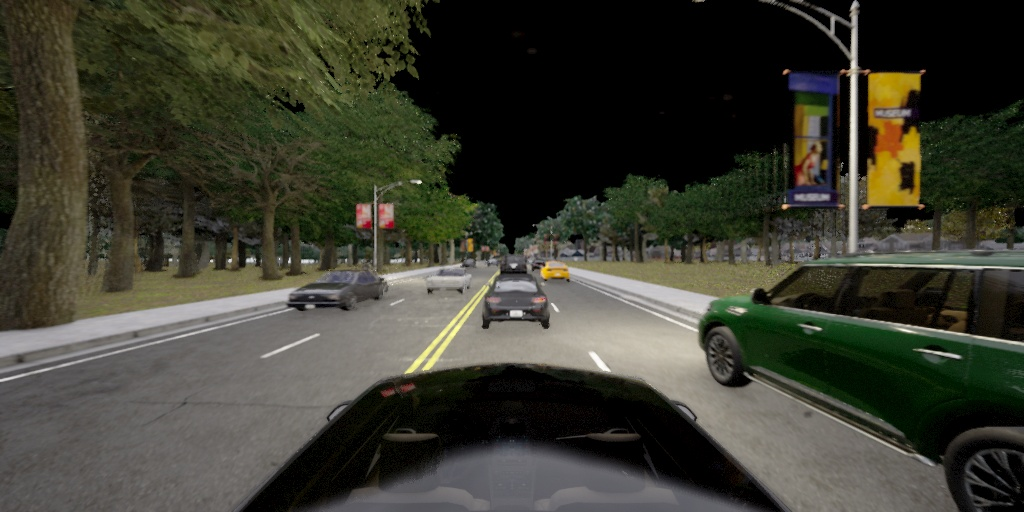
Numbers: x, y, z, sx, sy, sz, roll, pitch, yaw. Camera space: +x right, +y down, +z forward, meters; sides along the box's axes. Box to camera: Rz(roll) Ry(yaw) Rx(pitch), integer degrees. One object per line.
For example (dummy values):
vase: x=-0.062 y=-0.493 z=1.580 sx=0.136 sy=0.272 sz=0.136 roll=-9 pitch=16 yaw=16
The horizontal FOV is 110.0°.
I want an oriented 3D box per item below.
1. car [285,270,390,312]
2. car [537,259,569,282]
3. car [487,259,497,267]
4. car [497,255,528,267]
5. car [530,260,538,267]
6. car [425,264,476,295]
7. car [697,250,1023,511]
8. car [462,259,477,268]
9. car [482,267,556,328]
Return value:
car: x=-6.590 y=1.260 z=14.377 sx=2.033 sy=1.411 sz=5.357 roll=0 pitch=0 yaw=0
car: x=3.316 y=1.166 z=28.268 sx=1.882 sy=1.535 sz=5.008 roll=0 pitch=0 yaw=0
car: x=-3.255 y=1.189 z=61.299 sx=1.812 sy=1.442 sz=4.674 roll=0 pitch=0 yaw=1
car: x=0.117 y=0.907 z=29.740 sx=2.150 sy=2.045 sz=5.566 roll=0 pitch=0 yaw=0
car: x=3.342 y=1.176 z=45.677 sx=1.837 sy=1.490 sz=4.892 roll=0 pitch=0 yaw=0
car: x=-3.339 y=1.302 z=19.642 sx=1.895 sy=1.301 sz=4.718 roll=0 pitch=0 yaw=0
car: x=4.226 y=0.969 z=3.738 sx=2.150 sy=2.045 sz=5.566 roll=0 pitch=0 yaw=0
car: x=-6.530 y=1.167 z=55.443 sx=1.837 sy=1.490 sz=4.892 roll=0 pitch=0 yaw=0
car: x=0.105 y=1.247 z=11.144 sx=1.812 sy=1.442 sz=4.674 roll=0 pitch=0 yaw=0
